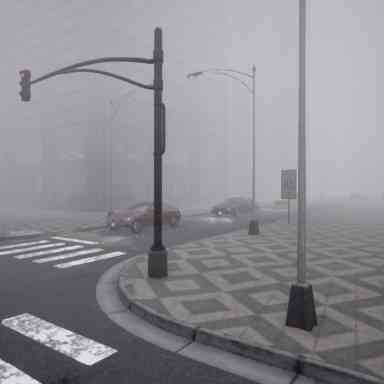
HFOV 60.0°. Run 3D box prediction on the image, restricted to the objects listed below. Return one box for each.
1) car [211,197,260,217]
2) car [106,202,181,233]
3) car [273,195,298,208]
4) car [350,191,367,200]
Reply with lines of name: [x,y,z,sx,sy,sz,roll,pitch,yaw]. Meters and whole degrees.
car: [3.593,1.112,26.428,2.033,1.411,5.357,0,1,36]
car: [-2.442,1.264,18.024,1.812,1.442,4.674,0,1,36]
car: [10.302,0.856,35.751,1.882,1.535,5.008,0,1,36]
car: [26.377,0.560,52.683,1.812,1.442,4.674,0,1,36]
